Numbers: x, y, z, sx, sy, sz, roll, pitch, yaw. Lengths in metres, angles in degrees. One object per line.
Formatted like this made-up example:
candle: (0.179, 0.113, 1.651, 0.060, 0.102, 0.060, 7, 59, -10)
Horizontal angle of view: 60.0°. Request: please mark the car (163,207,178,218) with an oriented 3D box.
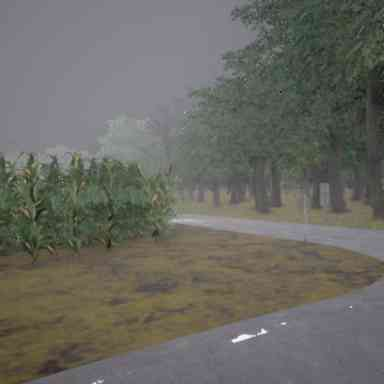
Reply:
car: (-3.254, 2.126, 36.523, 1.895, 1.301, 4.718, -1, 0, -28)
